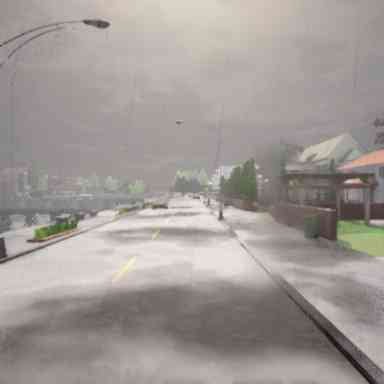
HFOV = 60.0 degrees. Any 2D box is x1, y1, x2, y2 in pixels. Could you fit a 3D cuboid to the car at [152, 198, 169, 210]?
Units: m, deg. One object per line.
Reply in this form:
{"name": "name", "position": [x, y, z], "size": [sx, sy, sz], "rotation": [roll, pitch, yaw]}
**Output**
{"name": "car", "position": [-4.077, 1.499, 43.115], "size": [1.882, 1.535, 5.008], "rotation": [0, 0, 0]}
